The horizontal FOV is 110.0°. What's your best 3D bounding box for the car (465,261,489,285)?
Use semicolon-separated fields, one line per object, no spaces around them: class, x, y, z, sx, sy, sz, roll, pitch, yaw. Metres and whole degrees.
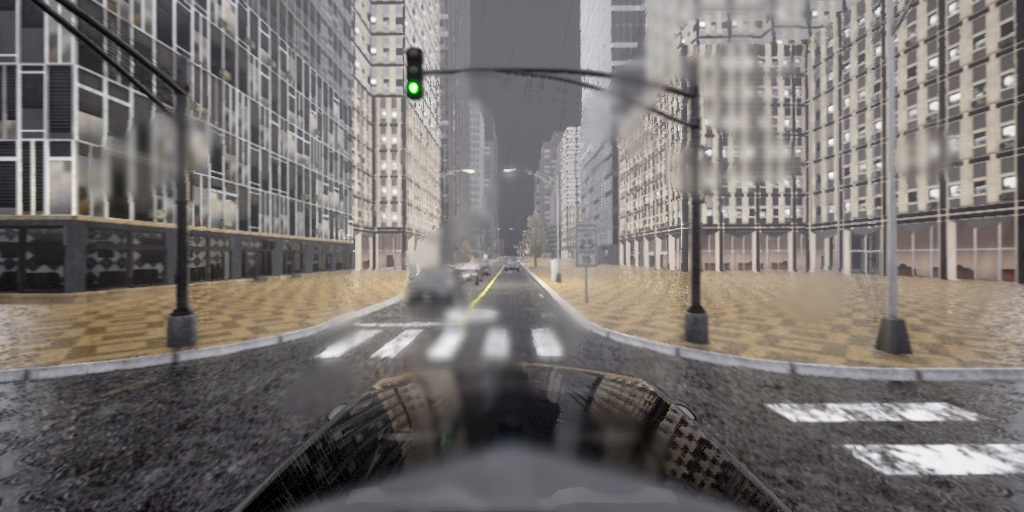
car;-3.093;1.201;25.678;2.128;1.511;4.902;0;0;0

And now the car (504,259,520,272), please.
car;0.007;1.206;45.505;2.033;1.411;5.357;0;0;0

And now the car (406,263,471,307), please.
car;-3.096;1.232;15.452;1.837;1.490;4.892;0;0;0

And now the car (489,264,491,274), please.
car;-3.088;1.238;36.194;2.033;1.411;5.357;0;0;0
